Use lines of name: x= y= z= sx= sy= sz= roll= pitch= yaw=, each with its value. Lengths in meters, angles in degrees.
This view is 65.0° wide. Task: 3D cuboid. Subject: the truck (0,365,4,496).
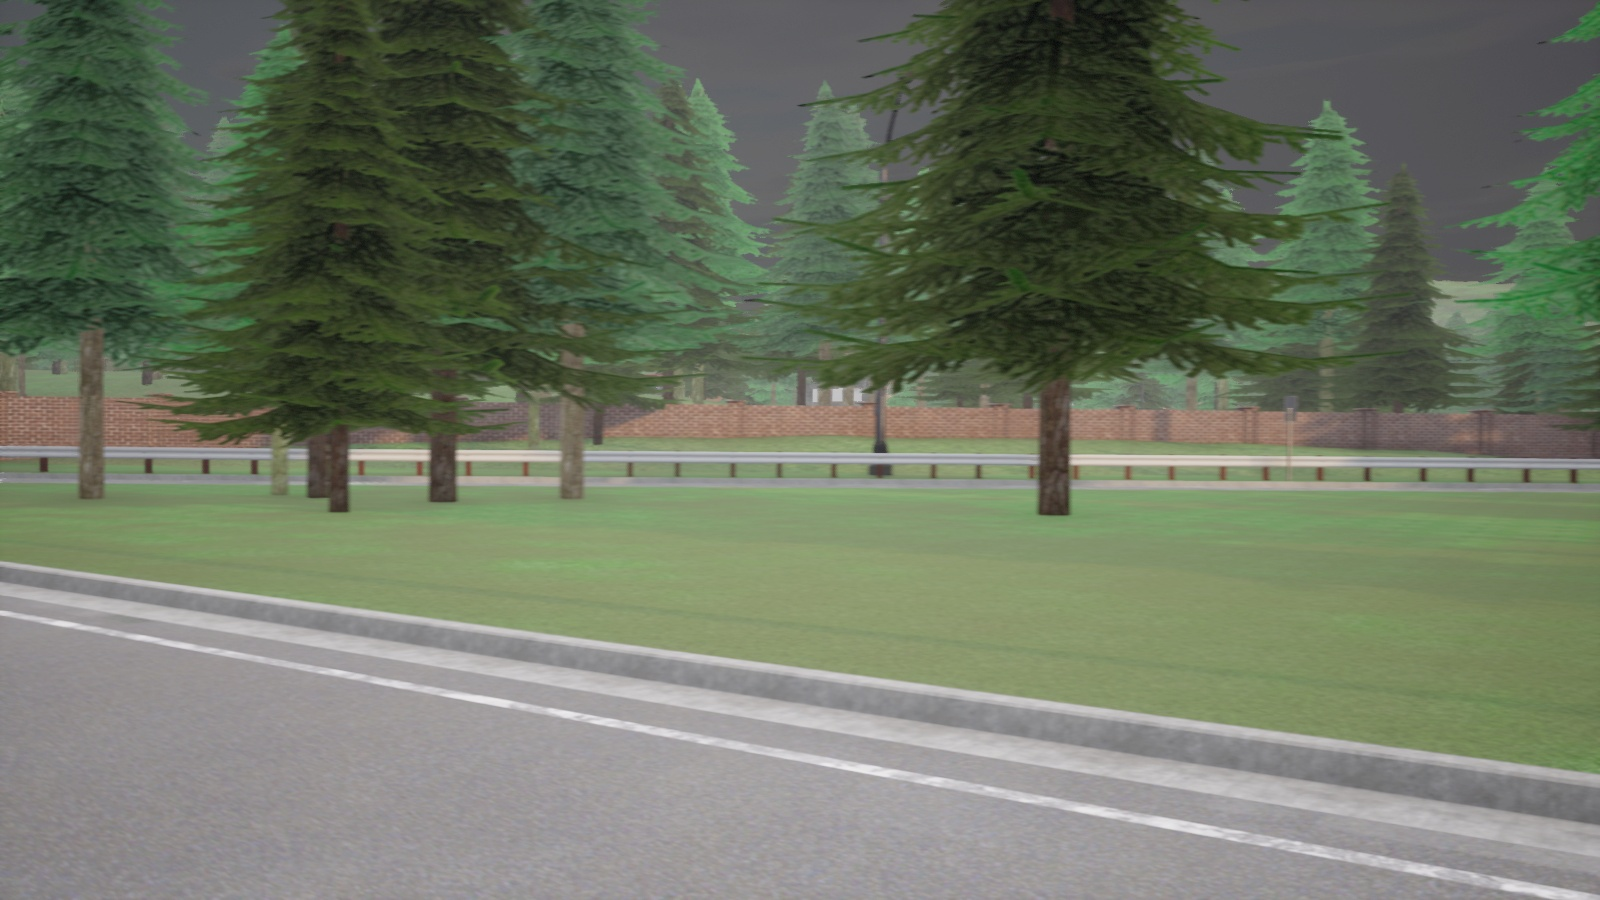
truck: x=-25.303 y=-0.465 z=32.328 sx=7.936 sy=3.462 sz=2.891 roll=0 pitch=1 yaw=5
